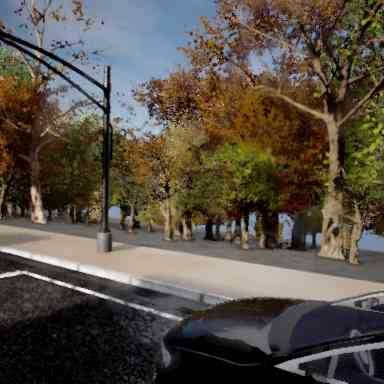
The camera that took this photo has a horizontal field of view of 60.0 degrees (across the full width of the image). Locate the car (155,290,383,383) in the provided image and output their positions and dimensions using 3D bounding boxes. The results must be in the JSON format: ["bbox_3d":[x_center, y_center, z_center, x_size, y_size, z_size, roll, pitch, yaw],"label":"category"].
[{"bbox_3d":[1.882,1.496,2.340,4.902,1.511,2.128,1,1,36],"label":"car"}]
